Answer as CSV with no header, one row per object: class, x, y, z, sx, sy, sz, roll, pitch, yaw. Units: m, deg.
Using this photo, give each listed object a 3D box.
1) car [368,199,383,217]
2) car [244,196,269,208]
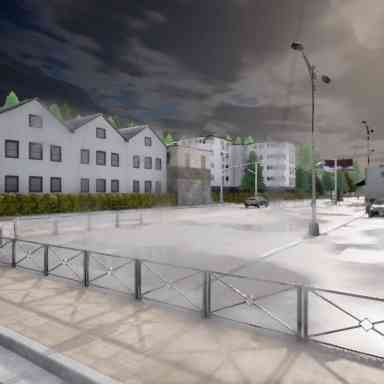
car,15.477,1.298,26.771,2.007,1.523,4.514,0,0,35
car,8.475,1.300,43.457,2.128,1.511,4.902,0,0,33
